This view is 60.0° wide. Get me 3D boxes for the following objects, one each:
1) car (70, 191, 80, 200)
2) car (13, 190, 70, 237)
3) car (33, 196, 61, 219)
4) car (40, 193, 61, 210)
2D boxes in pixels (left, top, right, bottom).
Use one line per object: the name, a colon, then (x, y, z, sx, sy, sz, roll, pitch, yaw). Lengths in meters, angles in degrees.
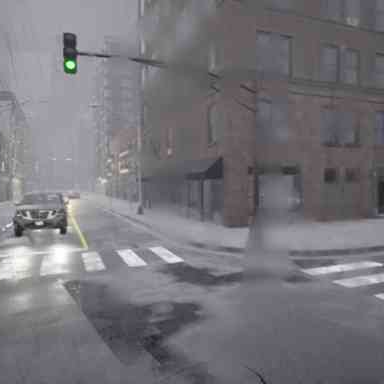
car: (-19.680, 0.555, 55.448, 2.128, 1.511, 4.902, -1, 1, -22)
car: (-7.535, 0.952, 16.947, 2.150, 2.045, 5.566, -1, 1, -20)
car: (-11.176, 1.113, 25.912, 1.812, 1.442, 4.674, -1, 1, -22)
car: (-15.016, 0.911, 35.435, 1.882, 1.535, 5.008, -1, 1, -22)
